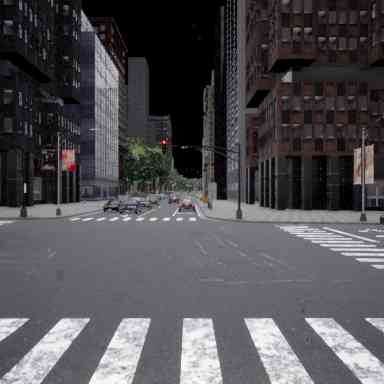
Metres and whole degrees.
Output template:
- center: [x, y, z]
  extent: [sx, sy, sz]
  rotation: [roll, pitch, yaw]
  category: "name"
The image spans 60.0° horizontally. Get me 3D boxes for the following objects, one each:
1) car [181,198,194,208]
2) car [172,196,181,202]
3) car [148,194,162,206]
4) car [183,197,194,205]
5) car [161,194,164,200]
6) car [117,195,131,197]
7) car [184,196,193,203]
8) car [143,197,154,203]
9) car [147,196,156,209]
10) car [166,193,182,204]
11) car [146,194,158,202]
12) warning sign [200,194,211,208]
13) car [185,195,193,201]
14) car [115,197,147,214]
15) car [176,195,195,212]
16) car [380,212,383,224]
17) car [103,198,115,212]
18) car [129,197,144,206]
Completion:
- center: [-0.632, 1.614, 49.910]
  extent: [1.802, 1.307, 4.206]
  rotation: [0, 0, 0]
  category: "car"
- center: [-3.535, 1.582, 75.638]
  extent: [1.812, 1.442, 4.674]
  rotation: [0, 0, 0]
  category: "car"
- center: [-6.510, 1.549, 55.641]
  extent: [1.837, 1.490, 4.892]
  rotation: [0, 0, 0]
  category: "car"
- center: [-0.693, 1.602, 60.760]
  extent: [1.887, 1.381, 4.507]
  rotation: [0, 0, 0]
  category: "car"
- center: [-9.370, 1.448, 87.850]
  extent: [2.192, 1.841, 5.009]
  rotation: [0, 0, 0]
  category: "car"
- center: [-9.128, 1.335, 44.443]
  extent: [2.192, 1.841, 5.009]
  rotation: [0, 0, 0]
  category: "car"
- center: [-0.754, 1.611, 71.780]
  extent: [1.752, 1.417, 4.829]
  rotation: [0, 0, 0]
  category: "car"
- center: [-9.278, 1.668, 71.572]
  extent: [1.802, 1.307, 4.206]
  rotation: [0, 0, 0]
  category: "car"
- center: [-6.474, 1.586, 45.448]
  extent: [1.994, 1.385, 4.181]
  rotation: [0, 0, -1]
  category: "car"
- center: [-3.480, 1.422, 65.600]
  extent: [2.097, 1.767, 4.553]
  rotation: [0, 0, 0]
  category: "car"
- center: [-9.309, 1.416, 76.998]
  extent: [2.192, 1.841, 5.009]
  rotation: [0, 0, 0]
  category: "car"
- center: [1.718, 1.131, 42.744]
  extent: [1.300, 1.860, 1.060]
  rotation: [0, 0, 0]
  category: "warning sign"
- center: [-0.844, 1.573, 87.885]
  extent: [1.967, 1.590, 4.097]
  rotation: [0, 0, 0]
  category: "car"
- center: [-6.421, 1.547, 35.494]
  extent: [2.033, 1.411, 5.357]
  rotation: [0, 0, -1]
  category: "car"
- center: [-0.572, 1.448, 39.061]
  extent: [1.967, 1.590, 4.097]
  rotation: [0, 0, 0]
  category: "car"
- center: [14.997, 1.457, 21.005]
  extent: [5.566, 2.045, 2.150]
  rotation: [1, 0, 0]
  category: "car"
- center: [-9.097, 1.573, 39.016]
  extent: [1.947, 1.339, 4.313]
  rotation: [0, 0, 0]
  category: "car"
- center: [-9.186, 1.569, 55.124]
  extent: [1.752, 1.417, 4.829]
  rotation: [0, 0, 0]
  category: "car"
